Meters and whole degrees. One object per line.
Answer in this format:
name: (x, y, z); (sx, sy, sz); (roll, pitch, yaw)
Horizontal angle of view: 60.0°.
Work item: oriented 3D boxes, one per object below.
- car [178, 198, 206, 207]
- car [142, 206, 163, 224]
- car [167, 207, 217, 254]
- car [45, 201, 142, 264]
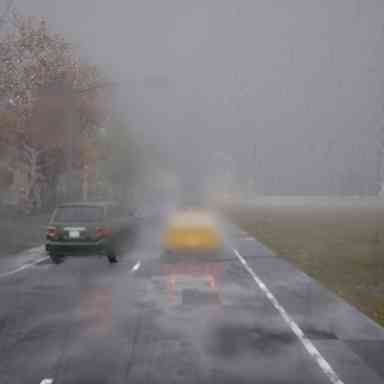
car: (0.006, 1.518, 27.597); (2.150, 2.045, 5.566); (0, 0, 0)
car: (-3.495, 1.840, 27.527); (2.033, 1.411, 5.357); (0, -1, 0)
car: (0.028, 1.629, 14.229); (1.882, 1.535, 5.008); (0, 0, 1)
car: (-3.492, 1.359, 12.586); (2.150, 2.045, 5.566); (0, 0, 0)
